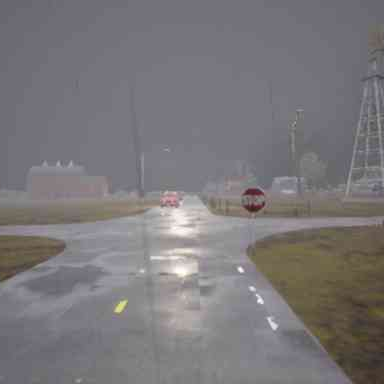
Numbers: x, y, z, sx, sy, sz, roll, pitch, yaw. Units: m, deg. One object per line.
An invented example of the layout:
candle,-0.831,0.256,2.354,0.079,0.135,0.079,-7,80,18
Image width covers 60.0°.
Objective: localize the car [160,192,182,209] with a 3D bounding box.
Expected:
car,-2.754,1.055,41.665,2.150,2.045,5.566,0,2,0
